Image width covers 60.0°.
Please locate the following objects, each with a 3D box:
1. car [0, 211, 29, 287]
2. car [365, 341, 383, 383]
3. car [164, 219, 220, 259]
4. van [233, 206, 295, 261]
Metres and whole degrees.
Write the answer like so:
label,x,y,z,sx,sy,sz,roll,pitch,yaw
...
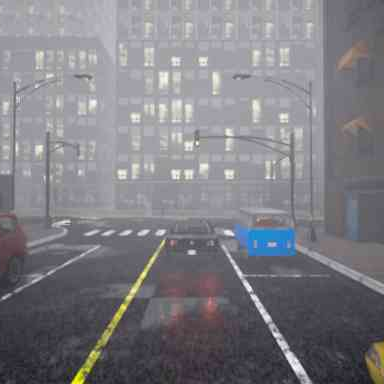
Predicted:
label,x,y,z,sx,sy,sz,roll,pitch,yaw
car,-5.310,1.387,6.880,2.192,1.841,5.009,0,-1,0
car,2.570,1.541,1.407,1.752,1.417,4.829,0,-1,0
car,0.014,1.739,13.265,1.895,1.301,4.718,0,-1,0
van,2.570,1.472,12.519,1.690,1.788,3.998,0,-1,0
